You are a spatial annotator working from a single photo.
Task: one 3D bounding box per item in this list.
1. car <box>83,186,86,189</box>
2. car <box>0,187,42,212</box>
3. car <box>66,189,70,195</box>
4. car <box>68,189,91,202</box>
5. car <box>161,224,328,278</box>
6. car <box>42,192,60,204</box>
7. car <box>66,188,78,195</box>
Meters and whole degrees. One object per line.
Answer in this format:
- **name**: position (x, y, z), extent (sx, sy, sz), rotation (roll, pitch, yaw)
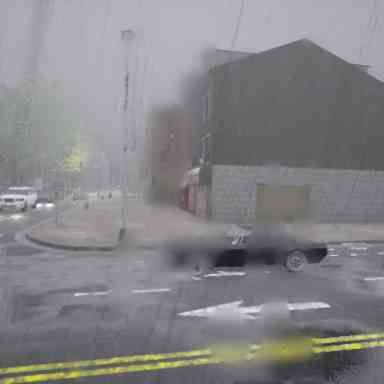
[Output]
- **car**: position (-29.891, -0.244, 87.446), extent (1.947, 1.339, 4.313), rotation (3, 1, -12)
- **car**: position (-15.473, 0.596, 29.778), extent (2.150, 2.045, 5.566), rotation (1, 1, -12)
- **car**: position (-27.332, -0.029, 75.125), extent (2.008, 1.369, 4.403), rotation (3, 1, -12)
- **car**: position (-16.119, 0.629, 48.055), extent (2.033, 1.411, 5.357), rotation (1, 1, -14)
- **car**: position (1.449, 1.658, 9.980), extent (4.718, 1.301, 1.895), rotation (0, 0, -11)
- **car**: position (-17.780, 0.706, 41.334), extent (1.994, 1.385, 4.181), rotation (1, 1, -11)
- **car**: position (-27.760, -0.092, 77.051), extent (1.752, 1.417, 4.829), rotation (3, 1, -12)
